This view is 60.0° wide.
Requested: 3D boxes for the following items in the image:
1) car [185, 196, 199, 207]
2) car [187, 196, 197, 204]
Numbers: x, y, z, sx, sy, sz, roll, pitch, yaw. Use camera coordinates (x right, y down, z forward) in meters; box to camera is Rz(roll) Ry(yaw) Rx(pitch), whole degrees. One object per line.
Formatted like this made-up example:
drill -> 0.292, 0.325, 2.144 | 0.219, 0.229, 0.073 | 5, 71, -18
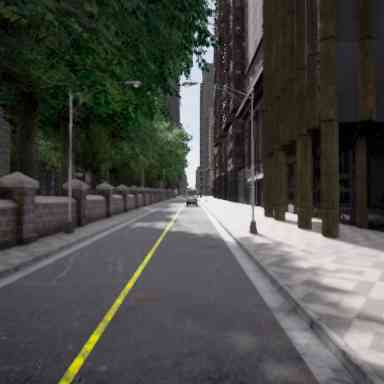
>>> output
car -> -0.010, 1.523, 53.053 | 1.837, 1.490, 4.892 | 0, 0, 0
car -> -0.012, 1.553, 63.476 | 1.812, 1.442, 4.674 | 0, 0, 0
